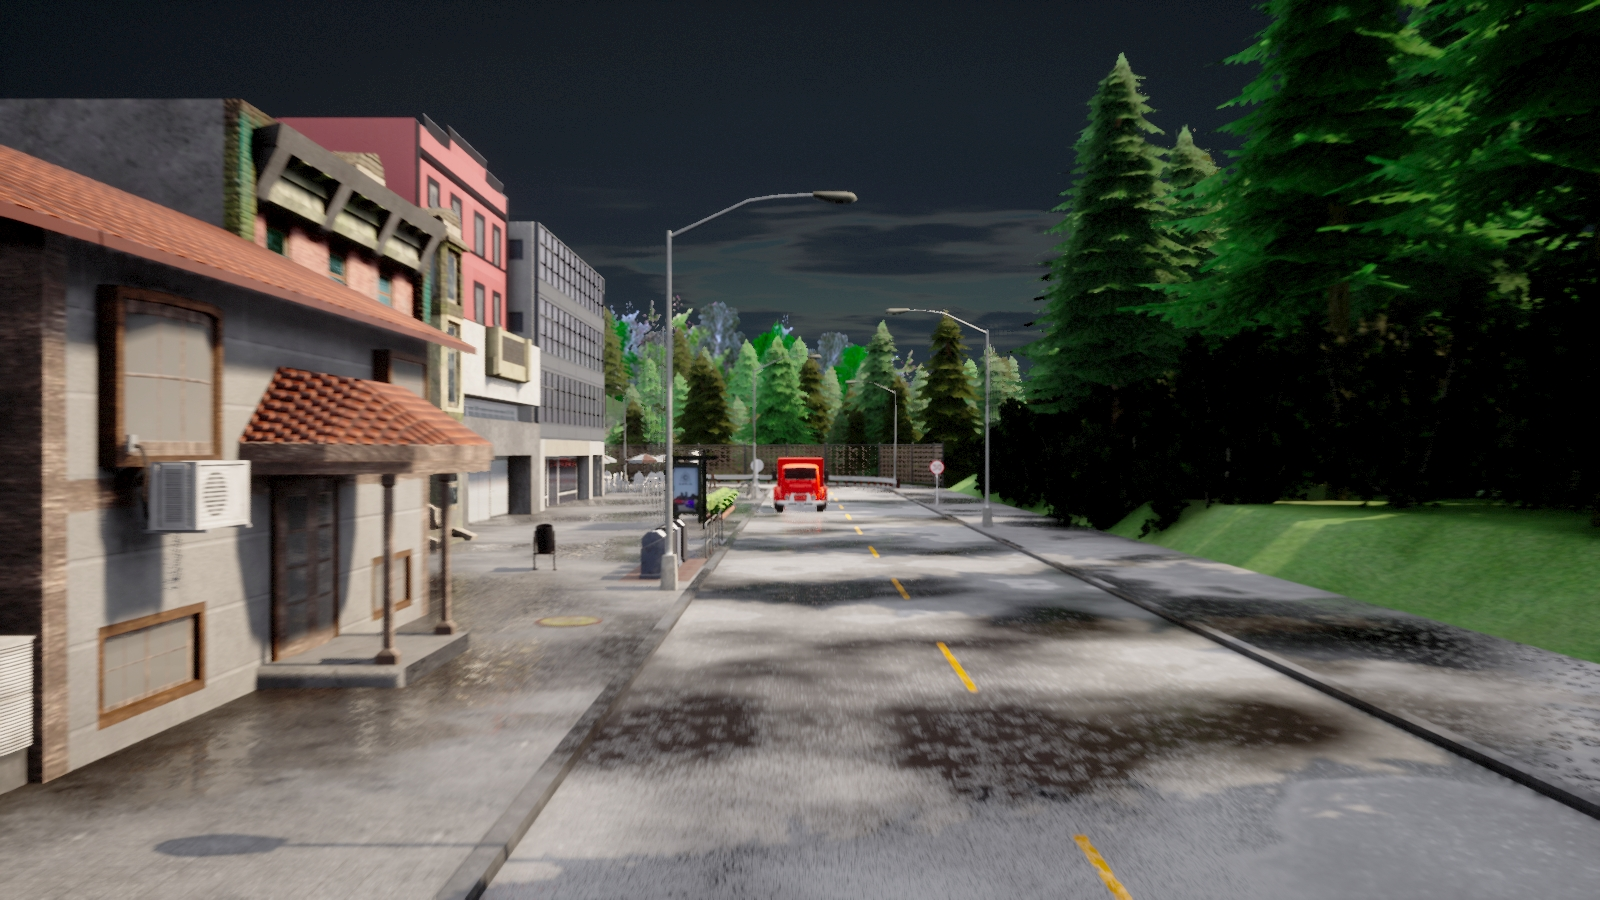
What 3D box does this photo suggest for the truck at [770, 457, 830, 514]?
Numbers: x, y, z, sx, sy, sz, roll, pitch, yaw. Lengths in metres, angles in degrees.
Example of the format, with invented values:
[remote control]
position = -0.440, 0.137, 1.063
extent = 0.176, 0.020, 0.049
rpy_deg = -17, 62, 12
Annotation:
[truck]
position = 0.018, 1.571, 52.716
extent = 2.627, 2.467, 5.204
rpy_deg = 0, 0, 0
